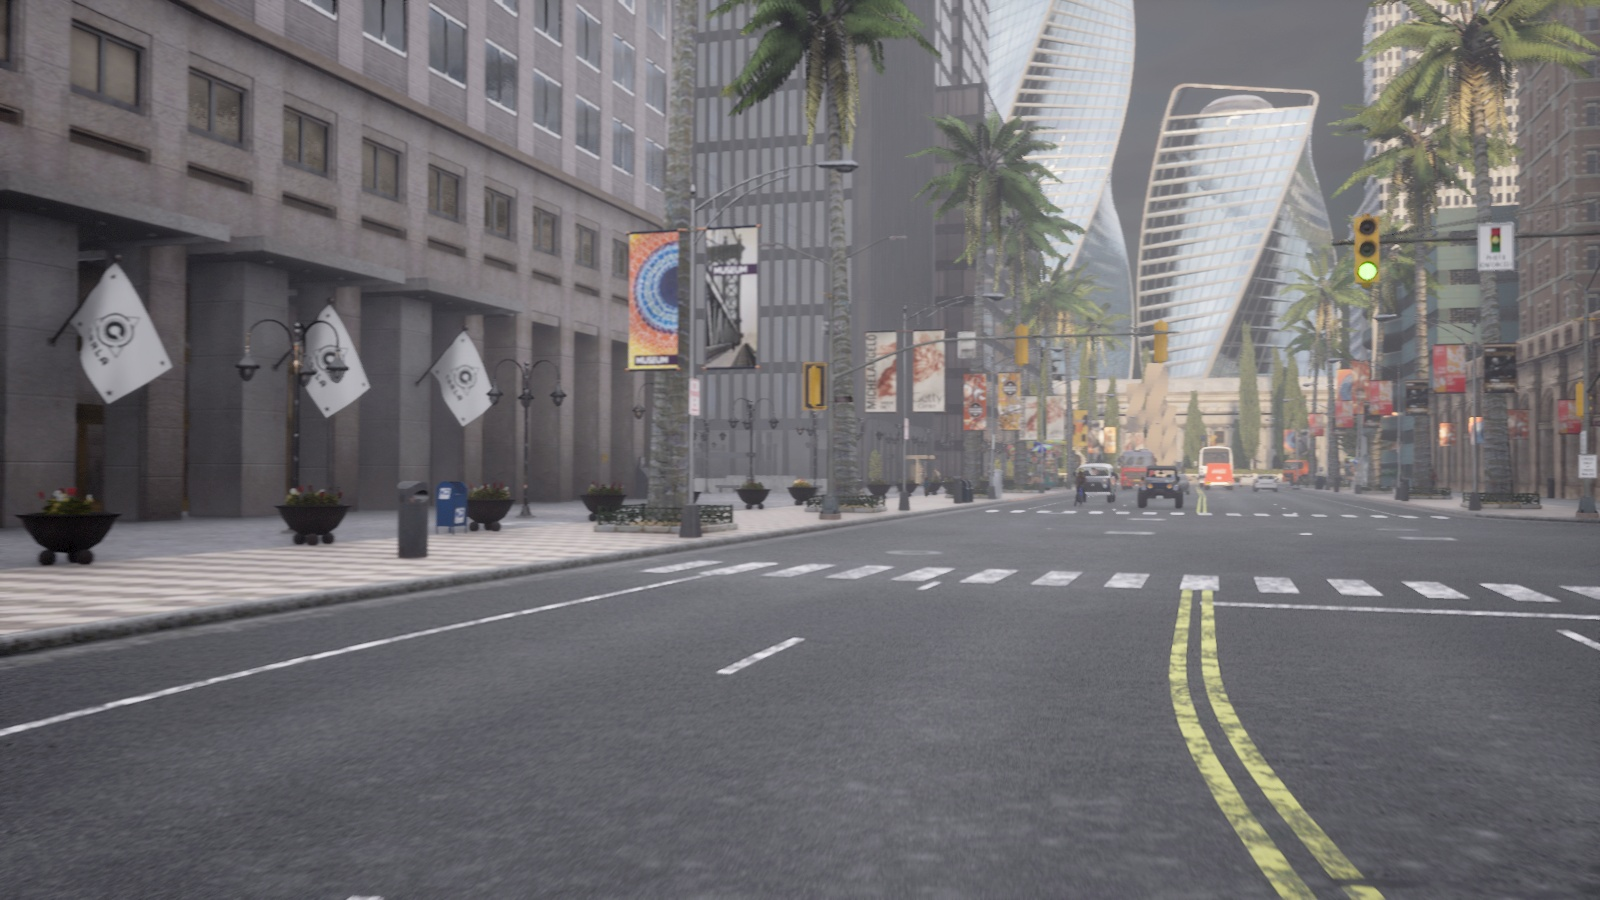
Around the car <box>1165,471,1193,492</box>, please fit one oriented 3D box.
[{"bbox_3d":[27.396,2.258,90.671,1.837,1.490,4.892,0,-1,17],"label":"car"}]

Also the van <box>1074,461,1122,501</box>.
[{"bbox_3d":[15.544,1.587,65.326,2.069,2.038,4.480,0,-1,18],"label":"van"}]

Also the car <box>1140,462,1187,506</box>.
[{"bbox_3d":[16.380,1.510,56.552,1.905,1.878,3.866,0,-1,18],"label":"car"}]
